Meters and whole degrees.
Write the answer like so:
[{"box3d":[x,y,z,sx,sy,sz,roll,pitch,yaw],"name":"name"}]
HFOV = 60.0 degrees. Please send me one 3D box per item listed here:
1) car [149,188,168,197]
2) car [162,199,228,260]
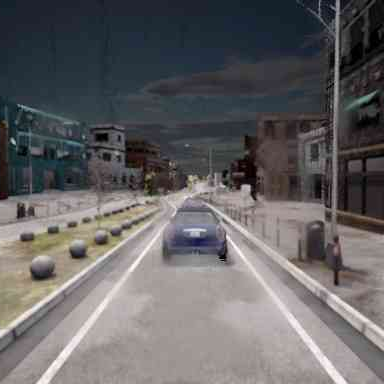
[{"box3d":[-5.867,0.061,58.750,2.033,1.411,5.357,1,2,15],"name":"car"},{"box3d":[0.097,1.328,12.465,2.097,1.767,4.553,0,0,0],"name":"car"}]
